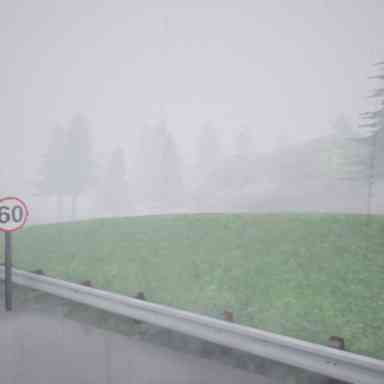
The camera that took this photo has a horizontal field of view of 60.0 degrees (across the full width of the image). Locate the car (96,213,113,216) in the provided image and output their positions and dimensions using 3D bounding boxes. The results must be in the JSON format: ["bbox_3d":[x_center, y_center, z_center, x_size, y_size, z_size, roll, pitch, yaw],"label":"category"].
[{"bbox_3d":[-22.099,5.124,85.167,2.097,1.767,4.553,-1,-4,41],"label":"car"}]
